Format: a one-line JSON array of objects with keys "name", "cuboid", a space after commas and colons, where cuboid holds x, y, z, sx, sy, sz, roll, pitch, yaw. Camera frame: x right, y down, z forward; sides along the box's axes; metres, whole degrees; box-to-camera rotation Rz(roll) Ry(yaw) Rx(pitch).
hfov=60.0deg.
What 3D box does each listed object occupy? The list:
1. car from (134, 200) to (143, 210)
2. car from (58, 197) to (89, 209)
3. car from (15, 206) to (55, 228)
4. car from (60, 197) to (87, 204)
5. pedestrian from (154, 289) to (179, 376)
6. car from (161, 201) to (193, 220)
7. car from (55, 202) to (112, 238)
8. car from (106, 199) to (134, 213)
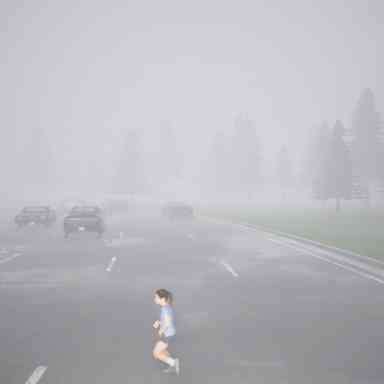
[{"name": "car", "cuboid": [-8.040, 1.601, 41.773, 1.895, 1.301, 4.718, 0, 0, -37]}, {"name": "car", "cuboid": [-16.397, 1.478, 45.783, 5.008, 1.535, 1.882, 0, 0, 43]}, {"name": "car", "cuboid": [-10.297, 1.601, 22.318, 1.895, 1.301, 4.718, 0, 0, -16]}, {"name": "car", "cuboid": [-13.211, 1.526, 36.487, 1.812, 1.442, 4.674, 0, 0, -35]}, {"name": "pedestrian", "cuboid": [-0.306, 1.674, 4.105, 0.500, 1.100, 0.500, 0, 0, -4]}, {"name": "car", "cuboid": [-1.359, 1.478, 28.788, 1.882, 1.535, 5.008, 0, 0, -17]}, {"name": "car", "cuboid": [-5.642, 1.491, 17.886, 2.128, 1.511, 4.902, 0, 0, -12]}, {"name": "car", "cuboid": [-8.419, 1.491, 35.884, 2.128, 1.511, 4.902, 0, 0, -30]}]
